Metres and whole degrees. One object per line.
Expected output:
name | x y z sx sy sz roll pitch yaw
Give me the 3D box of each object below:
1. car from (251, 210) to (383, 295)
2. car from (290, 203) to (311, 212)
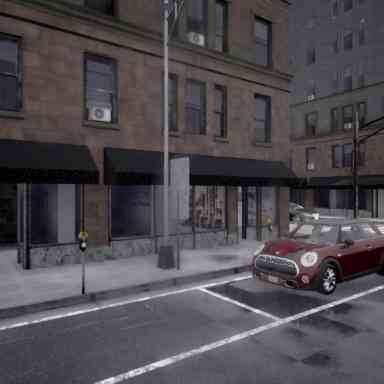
car | 3.443 1.440 8.658 4.097 1.590 1.967 0 0 -36
car | 7.045 1.537 24.612 2.128 1.511 4.902 0 0 -35
